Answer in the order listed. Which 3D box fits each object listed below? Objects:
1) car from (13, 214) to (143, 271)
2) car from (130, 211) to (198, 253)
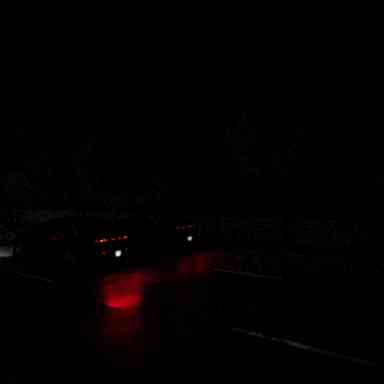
[{"bbox_3d":[-4.153,1.586,11.247,4.892,1.490,1.837,-1,0,36],"label":"car"},{"bbox_3d":[-2.053,1.573,14.049,4.902,1.511,2.128,-1,0,36],"label":"car"}]
